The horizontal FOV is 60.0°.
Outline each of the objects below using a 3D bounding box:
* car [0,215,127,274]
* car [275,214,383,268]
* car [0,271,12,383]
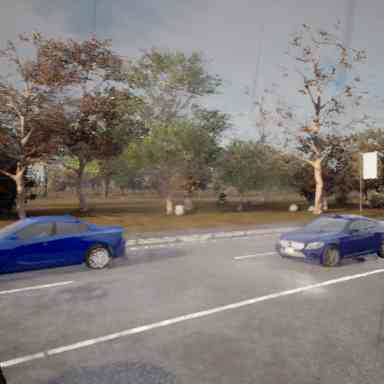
[{"bbox_3d":[-4.335,1.444,9.346,5.008,1.535,1.882,0,0,-34],"label":"car"},{"bbox_3d":[4.919,1.490,11.157,4.674,1.442,1.812,0,0,-31],"label":"car"},{"bbox_3d":[-3.038,1.557,1.452,4.181,1.385,1.994,0,0,-36],"label":"car"}]
